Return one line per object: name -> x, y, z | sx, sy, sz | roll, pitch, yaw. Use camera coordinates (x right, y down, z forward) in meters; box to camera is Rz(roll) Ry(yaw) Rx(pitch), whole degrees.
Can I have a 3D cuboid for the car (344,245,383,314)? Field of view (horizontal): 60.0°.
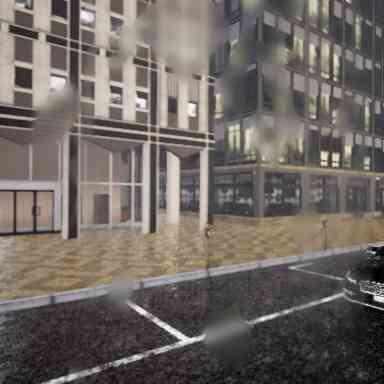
car -> 5.165, 1.590, 7.055 | 4.892, 1.490, 1.837 | 1, 0, -35
